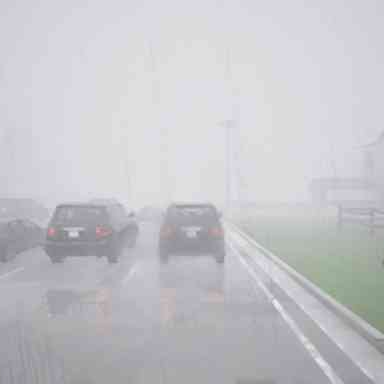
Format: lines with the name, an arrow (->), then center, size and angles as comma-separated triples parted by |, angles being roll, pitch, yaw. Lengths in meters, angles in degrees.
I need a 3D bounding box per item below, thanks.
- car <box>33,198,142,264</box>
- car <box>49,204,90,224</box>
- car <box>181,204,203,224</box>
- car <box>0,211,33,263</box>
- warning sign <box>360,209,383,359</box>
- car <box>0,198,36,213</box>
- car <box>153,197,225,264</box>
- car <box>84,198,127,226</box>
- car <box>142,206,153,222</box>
car -> -3.496, 1.358, 12.546 | 2.150, 2.045, 5.566 | 0, 0, 0
car -> -10.488, 1.830, 28.889 | 1.812, 1.442, 4.674 | 0, 0, 0
car -> 0.012, 1.830, 28.892 | 1.812, 1.442, 4.674 | 0, 0, 0
car -> -6.994, 1.681, 12.528 | 2.033, 1.411, 5.357 | 0, -1, 0
warning sign -> 3.049, 1.161, 4.211 | 1.300, 1.860, 1.060 | 0, -1, 0
car -> -14.001, 1.515, 27.568 | 2.150, 2.045, 5.566 | 0, 0, 0
car -> 0.004, 1.358, 12.579 | 2.150, 2.045, 5.566 | 0, 0, 0
car -> -7.001, 1.516, 27.576 | 2.150, 2.045, 5.566 | 0, 0, 0
car -> -3.491, 1.865, 28.471 | 1.994, 1.385, 4.181 | 0, -1, 0
